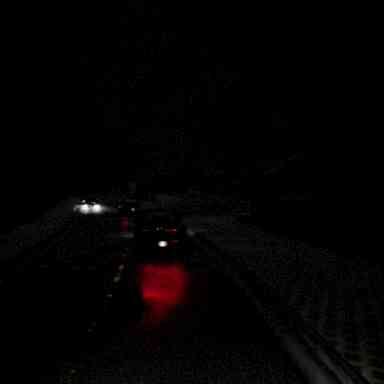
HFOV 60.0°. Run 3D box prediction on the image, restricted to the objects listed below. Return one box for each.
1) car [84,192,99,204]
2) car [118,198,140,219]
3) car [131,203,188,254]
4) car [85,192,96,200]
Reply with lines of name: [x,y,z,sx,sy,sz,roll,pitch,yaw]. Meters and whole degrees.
car: [-13.879,1.000,46.051,1.895,1.301,4.718,0,1,-18]
car: [-5.509,1.220,29.418,1.812,1.442,4.674,1,1,-17]
car: [-1.318,1.395,13.055,1.837,1.490,4.892,0,0,-9]
car: [-18.678,0.713,61.183,1.837,1.490,4.892,0,1,-17]
